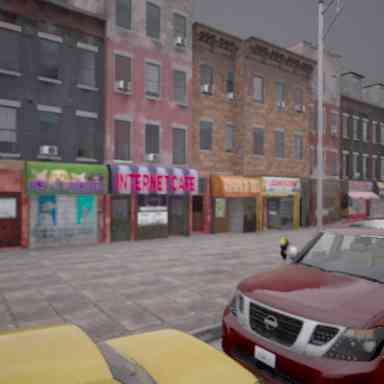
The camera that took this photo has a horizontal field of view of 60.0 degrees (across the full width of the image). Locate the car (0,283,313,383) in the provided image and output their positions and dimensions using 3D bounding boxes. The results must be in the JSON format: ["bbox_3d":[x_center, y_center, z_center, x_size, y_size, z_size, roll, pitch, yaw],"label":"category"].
[{"bbox_3d":[-1.644,1.521,1.656,4.829,1.417,1.752,1,0,-35],"label":"car"}]

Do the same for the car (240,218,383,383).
[{"bbox_3d":[2.783,1.360,4.817,5.009,1.841,2.192,1,0,-35],"label":"car"}]
